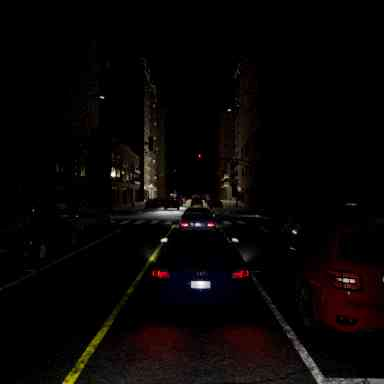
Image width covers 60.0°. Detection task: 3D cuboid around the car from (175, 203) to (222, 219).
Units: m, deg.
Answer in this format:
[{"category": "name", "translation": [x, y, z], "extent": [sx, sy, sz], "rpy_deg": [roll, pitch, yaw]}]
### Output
[{"category": "car", "translation": [0.276, 1.552, 17.799], "extent": [2.033, 1.411, 5.357], "rpy_deg": [0, 0, 0]}]

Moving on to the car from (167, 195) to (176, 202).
[{"category": "car", "translation": [-4.823, 1.466, 79.030], "extent": [1.967, 1.590, 4.097], "rpy_deg": [1, 0, 1]}]

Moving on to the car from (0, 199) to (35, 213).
[{"category": "car", "translation": [-16.412, 1.341, 29.303], "extent": [4.902, 1.511, 2.128], "rpy_deg": [1, -1, 1]}]

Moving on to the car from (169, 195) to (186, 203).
[{"category": "car", "translation": [-2.411, 1.614, 52.631], "extent": [1.895, 1.301, 4.718], "rpy_deg": [0, 0, 1]}]

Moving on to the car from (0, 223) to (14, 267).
[{"category": "car", "translation": [-5.773, 1.526, 6.560], "extent": [1.752, 1.417, 4.829], "rpy_deg": [1, 0, 1]}]

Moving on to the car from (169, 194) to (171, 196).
[{"category": "car", "translation": [-4.973, 1.601, 67.685], "extent": [1.802, 1.307, 4.206], "rpy_deg": [1, 0, 1]}]

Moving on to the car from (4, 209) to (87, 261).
[{"category": "car", "translation": [-5.698, 1.547, 12.354], "extent": [1.887, 1.381, 4.507], "rpy_deg": [1, 0, 1]}]

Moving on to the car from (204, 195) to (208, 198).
[{"category": "car", "translation": [3.403, 1.597, 56.220], "extent": [1.802, 1.307, 4.206], "rpy_deg": [1, 0, 1]}]

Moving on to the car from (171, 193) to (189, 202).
[{"category": "car", "translation": [-2.256, 1.369, 62.272], "extent": [2.097, 1.767, 4.553], "rpy_deg": [0, 0, 1]}]

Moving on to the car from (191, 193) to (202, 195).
[{"category": "car", "translation": [1.103, 1.508, 84.820], "extent": [1.882, 1.535, 5.008], "rpy_deg": [0, 0, 1]}]

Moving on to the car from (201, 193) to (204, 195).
[{"category": "car", "translation": [3.554, 1.335, 67.566], "extent": [2.192, 1.841, 5.009], "rpy_deg": [1, 0, 1]}]

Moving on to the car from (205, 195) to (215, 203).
[{"category": "car", "translation": [3.329, 1.594, 50.547], "extent": [1.802, 1.307, 4.206], "rpy_deg": [1, 0, 1]}]

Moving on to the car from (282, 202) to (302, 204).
[{"category": "car", "translation": [9.353, 1.660, 32.208], "extent": [5.357, 1.411, 2.033], "rpy_deg": [0, -1, 4]}]

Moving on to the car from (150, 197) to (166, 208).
[{"category": "car", "translation": [-5.196, 1.557, 50.668], "extent": [1.887, 1.381, 4.507], "rpy_deg": [1, 0, 1]}]

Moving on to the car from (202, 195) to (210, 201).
[{"category": "car", "translation": [3.849, 1.599, 90.257], "extent": [1.947, 1.339, 4.313], "rpy_deg": [1, 0, 1]}]

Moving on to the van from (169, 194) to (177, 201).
[{"category": "van", "translation": [-4.748, 1.371, 84.702], "extent": [1.690, 1.788, 3.998], "rpy_deg": [1, 0, 1]}]

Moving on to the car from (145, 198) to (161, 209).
[{"category": "car", "translation": [-5.270, 1.555, 44.995], "extent": [1.887, 1.381, 4.507], "rpy_deg": [1, 0, 1]}]

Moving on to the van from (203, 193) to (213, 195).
[{"category": "van", "translation": [3.480, 1.358, 61.894], "extent": [1.690, 1.788, 3.998], "rpy_deg": [1, 0, 1]}]

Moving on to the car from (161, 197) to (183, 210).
[{"category": "car", "translation": [-2.541, 1.611, 43.200], "extent": [1.895, 1.301, 4.718], "rpy_deg": [0, 0, 1]}]

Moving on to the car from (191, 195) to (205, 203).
[{"category": "car", "translation": [0.774, 1.614, 53.510], "extent": [1.895, 1.301, 4.718], "rpy_deg": [0, 0, 1]}]

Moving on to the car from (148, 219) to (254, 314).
[{"category": "car", "translation": [0.178, 1.566, 7.736], "extent": [1.994, 1.385, 4.181], "rpy_deg": [0, 0, 1]}]

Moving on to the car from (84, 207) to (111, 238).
[{"category": "car", "translation": [-5.626, 1.529, 17.808], "extent": [1.752, 1.417, 4.829], "rpy_deg": [1, 0, 1]}]

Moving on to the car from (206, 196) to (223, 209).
[{"category": "car", "translation": [3.255, 1.593, 44.874], "extent": [1.802, 1.307, 4.206], "rpy_deg": [1, 0, 1]}]

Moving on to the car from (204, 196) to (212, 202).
[{"category": "car", "translation": [3.700, 1.608, 78.912], "extent": [1.802, 1.307, 4.206], "rpy_deg": [1, 0, 1]}]

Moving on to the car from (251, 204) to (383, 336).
[{"category": "car", "translation": [2.756, 1.316, 6.609], "extent": [2.192, 1.841, 5.009], "rpy_deg": [1, 0, 1]}]
